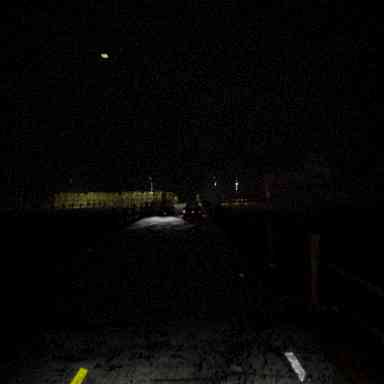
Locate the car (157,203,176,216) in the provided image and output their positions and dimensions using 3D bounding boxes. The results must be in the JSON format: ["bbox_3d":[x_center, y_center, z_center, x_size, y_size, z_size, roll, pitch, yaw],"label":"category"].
[{"bbox_3d":[-2.795,1.940,36.574,1.895,1.301,4.718,0,-1,0],"label":"car"}]

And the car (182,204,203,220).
[{"bbox_3d":[0.063,1.838,31.813,2.033,1.411,5.357,0,-1,0],"label":"car"}]
